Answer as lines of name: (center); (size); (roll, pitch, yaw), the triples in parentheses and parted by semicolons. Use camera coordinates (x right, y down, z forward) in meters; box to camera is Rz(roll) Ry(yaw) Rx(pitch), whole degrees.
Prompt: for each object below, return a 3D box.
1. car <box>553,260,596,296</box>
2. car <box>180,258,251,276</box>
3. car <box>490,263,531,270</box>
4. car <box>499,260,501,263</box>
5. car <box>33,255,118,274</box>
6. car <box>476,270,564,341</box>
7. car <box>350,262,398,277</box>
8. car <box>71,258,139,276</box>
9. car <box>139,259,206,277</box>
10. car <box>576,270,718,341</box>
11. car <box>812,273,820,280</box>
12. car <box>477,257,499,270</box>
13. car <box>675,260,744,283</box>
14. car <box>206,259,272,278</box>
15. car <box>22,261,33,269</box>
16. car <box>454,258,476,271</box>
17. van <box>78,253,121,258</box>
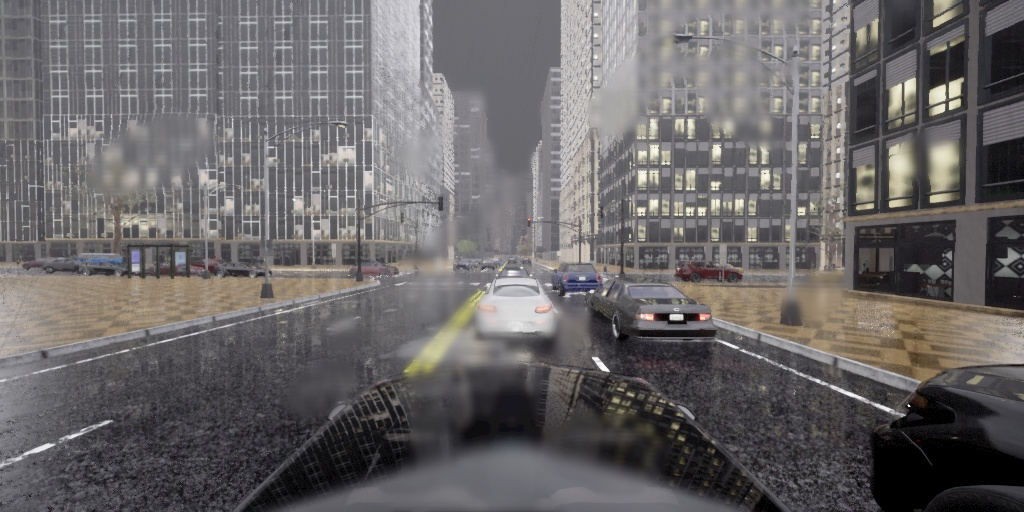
car: (3.353, 1.093, 19.215); (2.097, 1.767, 4.553); (0, 0, 0)
car: (-27.270, 1.000, 33.101); (5.008, 1.535, 1.882); (0, 1, 1)
car: (0.102, 1.288, 18.933); (2.033, 1.411, 5.357); (0, 0, 0)
car: (-3.317, 1.304, 61.030); (1.895, 1.301, 4.718); (0, 0, 0)
car: (-40.566, 0.893, 33.381); (4.902, 1.511, 2.128); (1, 1, 1)
car: (0.100, 1.272, 9.688); (1.812, 1.442, 4.674); (0, 0, 0)
car: (-12.706, 1.213, 33.138); (4.181, 1.385, 1.994); (0, 1, -4)
car: (-34.091, 1.069, 30.609); (4.313, 1.339, 1.948); (0, 0, 1)
car: (-28.411, 1.138, 30.435); (4.207, 1.307, 1.802); (0, 0, 1)
car: (3.353, 1.293, 9.829); (2.033, 1.411, 5.357); (0, 0, 0)
car: (27.647, 1.579, 29.569); (4.829, 1.417, 1.751); (0, 0, 1)
car: (-3.334, 1.262, 51.269); (2.033, 1.411, 5.357); (0, 0, 0)
car: (16.198, 1.269, 29.767); (5.009, 1.841, 2.192); (0, 0, 1)
car: (-22.727, 1.174, 30.301); (4.313, 1.339, 1.948); (0, 0, 1)
car: (-50.963, 0.793, 39.388); (4.207, 1.307, 1.802); (0, 0, 1)
car: (-6.616, 1.068, 49.285); (2.097, 1.767, 4.553); (0, 0, 1)
van: (-45.281, 0.605, 39.271); (3.998, 1.789, 1.690); (0, 0, 1)
